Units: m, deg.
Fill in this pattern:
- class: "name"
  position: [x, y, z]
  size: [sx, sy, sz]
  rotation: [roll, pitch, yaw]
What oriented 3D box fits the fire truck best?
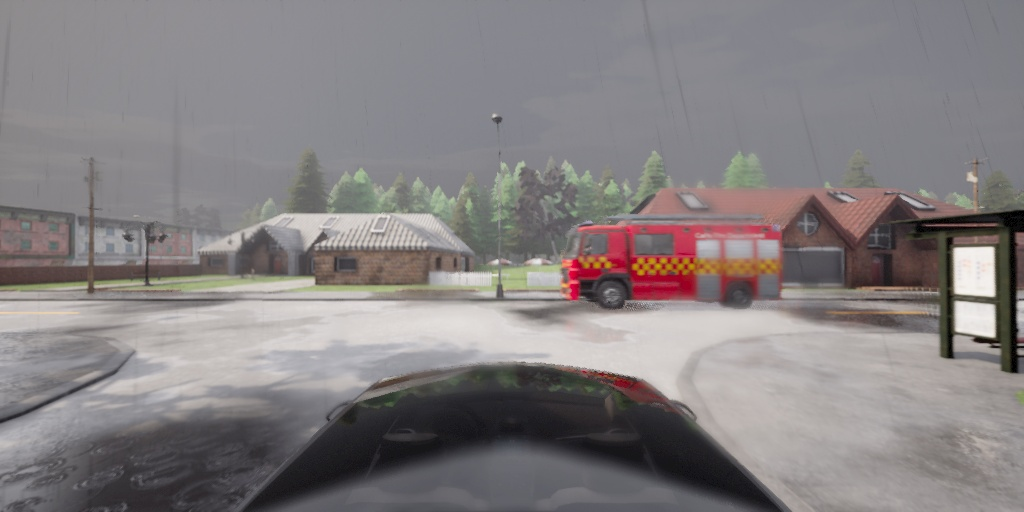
- class: "fire truck"
  position: [6.487, 0.235, 15.422]
  size: [8.468, 3.827, 2.891]
  rotation: [0, -1, 0]
